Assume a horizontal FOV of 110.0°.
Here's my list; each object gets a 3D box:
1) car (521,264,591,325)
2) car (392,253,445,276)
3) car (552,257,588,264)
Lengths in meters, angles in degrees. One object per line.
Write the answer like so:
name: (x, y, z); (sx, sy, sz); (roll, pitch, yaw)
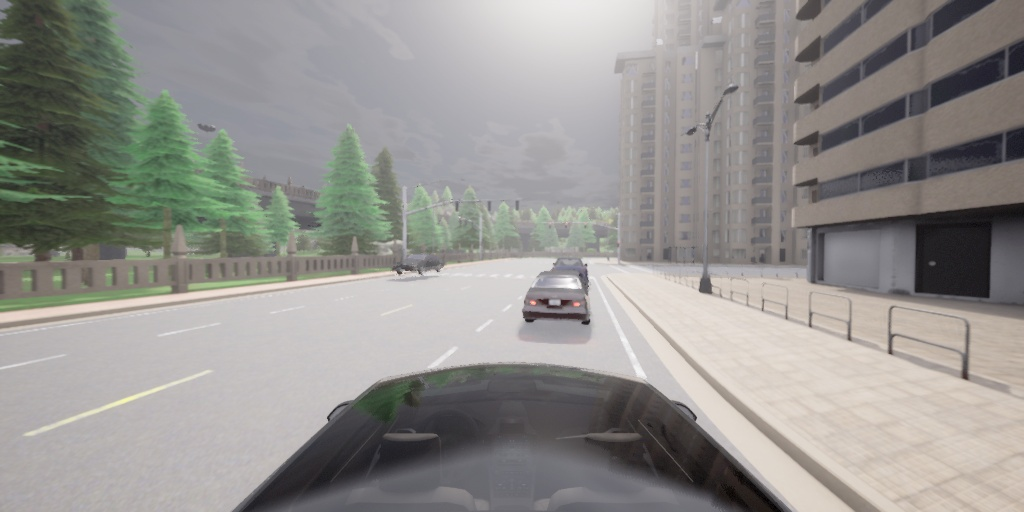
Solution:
car: (1.498, 1.154, 11.302); (2.033, 1.411, 5.357); (1, 1, 10)
car: (-6.537, 0.509, 25.811); (2.033, 1.411, 5.357); (1, 1, 11)
car: (3.417, 0.811, 21.288); (2.097, 1.767, 4.553); (1, 1, 11)
